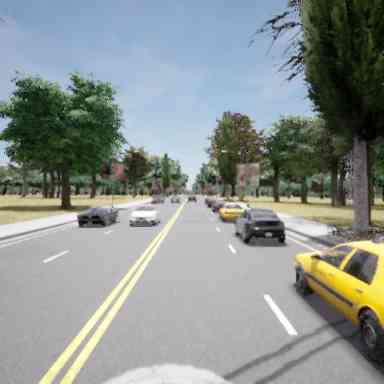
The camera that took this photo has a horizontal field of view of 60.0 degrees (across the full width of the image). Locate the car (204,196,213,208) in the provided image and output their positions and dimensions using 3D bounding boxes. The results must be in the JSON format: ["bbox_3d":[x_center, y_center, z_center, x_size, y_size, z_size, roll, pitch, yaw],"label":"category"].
[{"bbox_3d":[3.273,1.548,49.591,2.163,1.488,4.792,0,0,0],"label":"car"}]

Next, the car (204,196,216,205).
[{"bbox_3d":[3.279,1.485,60.563,1.882,1.535,5.008,0,0,0],"label":"car"}]

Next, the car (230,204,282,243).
[{"bbox_3d":[3.258,1.580,16.565,1.837,1.490,4.892,0,0,0],"label":"car"}]

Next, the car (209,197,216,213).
[{"bbox_3d":[3.268,1.610,38.561,1.812,1.442,4.674,0,0,0],"label":"car"}]

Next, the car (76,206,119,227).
[{"bbox_3d":[-6.588,1.695,23.694,1.895,1.301,4.718,0,0,0],"label":"car"}]

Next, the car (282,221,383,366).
[{"bbox_3d":[3.253,1.485,5.756,1.801,1.575,5.366,0,0,0],"label":"car"}]

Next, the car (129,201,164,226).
[{"bbox_3d":[-3.346,1.621,24.212,1.812,1.442,4.674,0,0,0],"label":"car"}]

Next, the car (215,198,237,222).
[{"bbox_3d":[3.263,1.555,27.753,1.801,1.575,5.366,0,0,0],"label":"car"}]

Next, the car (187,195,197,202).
[{"bbox_3d":[0.034,1.323,69.687,1.882,1.535,5.008,0,0,0],"label":"car"}]

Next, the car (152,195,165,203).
[{"bbox_3d":[-6.484,1.355,64.538,2.097,1.767,4.553,0,0,0],"label":"car"}]

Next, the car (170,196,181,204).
[{"bbox_3d":[-3.236,1.495,64.901,2.128,1.511,4.902,0,0,1],"label":"car"}]

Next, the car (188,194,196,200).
[{"bbox_3d":[0.042,1.360,87.615,2.033,1.411,5.357,0,0,0],"label":"car"}]
